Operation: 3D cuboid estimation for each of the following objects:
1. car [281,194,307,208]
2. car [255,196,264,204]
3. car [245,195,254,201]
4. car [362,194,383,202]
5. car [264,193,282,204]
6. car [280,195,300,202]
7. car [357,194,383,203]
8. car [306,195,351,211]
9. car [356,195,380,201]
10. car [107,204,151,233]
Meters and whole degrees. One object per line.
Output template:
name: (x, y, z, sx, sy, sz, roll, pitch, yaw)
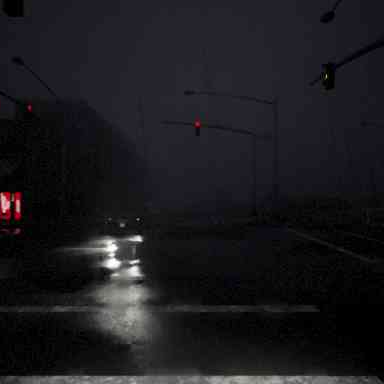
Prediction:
car: (14.191, 1.168, 41.338, 5.027, 1.636, 2.152, 0, 0, 0)
car: (13.788, 1.111, 57.038, 4.605, 1.855, 1.932, 0, 0, 0)
car: (13.935, 1.387, 75.622, 3.633, 1.501, 1.845, 0, 0, 0)
car: (40.020, 1.344, 72.480, 5.027, 1.636, 2.152, 0, 0, 0)
car: (14.198, 1.091, 54.132, 3.866, 1.878, 1.905, 0, 0, 0)
car: (21.354, 1.398, 72.637, 3.806, 1.475, 1.970, 0, 0, 0)
car: (32.339, 1.334, 60.638, 3.633, 1.501, 1.845, 0, 0, 0)
car: (14.511, 1.247, 34.920, 3.806, 1.475, 1.970, 0, 0, 0)
car: (39.969, 1.353, 75.617, 4.514, 1.523, 2.007, 0, 0, 0)
car: (-3.494, 1.439, 19.146, 2.128, 1.511, 4.902, -1, -1, 0)
